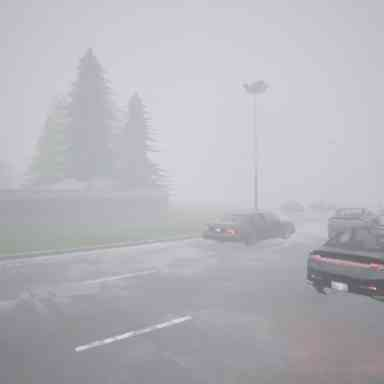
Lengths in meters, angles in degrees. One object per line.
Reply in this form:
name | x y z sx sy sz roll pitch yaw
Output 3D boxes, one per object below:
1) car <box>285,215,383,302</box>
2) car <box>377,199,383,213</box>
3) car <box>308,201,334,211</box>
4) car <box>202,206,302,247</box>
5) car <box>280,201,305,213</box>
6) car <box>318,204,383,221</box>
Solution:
car | 4.526 1.513 7.675 4.902 1.511 2.128 0 0 -41
car | 22.361 1.569 36.269 1.882 1.535 5.008 0 0 4
car | 15.368 1.727 39.047 1.895 1.301 4.718 0 0 -1
car | 2.796 1.609 15.450 2.033 1.411 5.357 0 0 44
car | 11.754 1.703 39.419 1.994 1.385 4.181 0 0 -1
car | 8.366 1.543 17.018 2.128 1.511 4.902 0 0 36
